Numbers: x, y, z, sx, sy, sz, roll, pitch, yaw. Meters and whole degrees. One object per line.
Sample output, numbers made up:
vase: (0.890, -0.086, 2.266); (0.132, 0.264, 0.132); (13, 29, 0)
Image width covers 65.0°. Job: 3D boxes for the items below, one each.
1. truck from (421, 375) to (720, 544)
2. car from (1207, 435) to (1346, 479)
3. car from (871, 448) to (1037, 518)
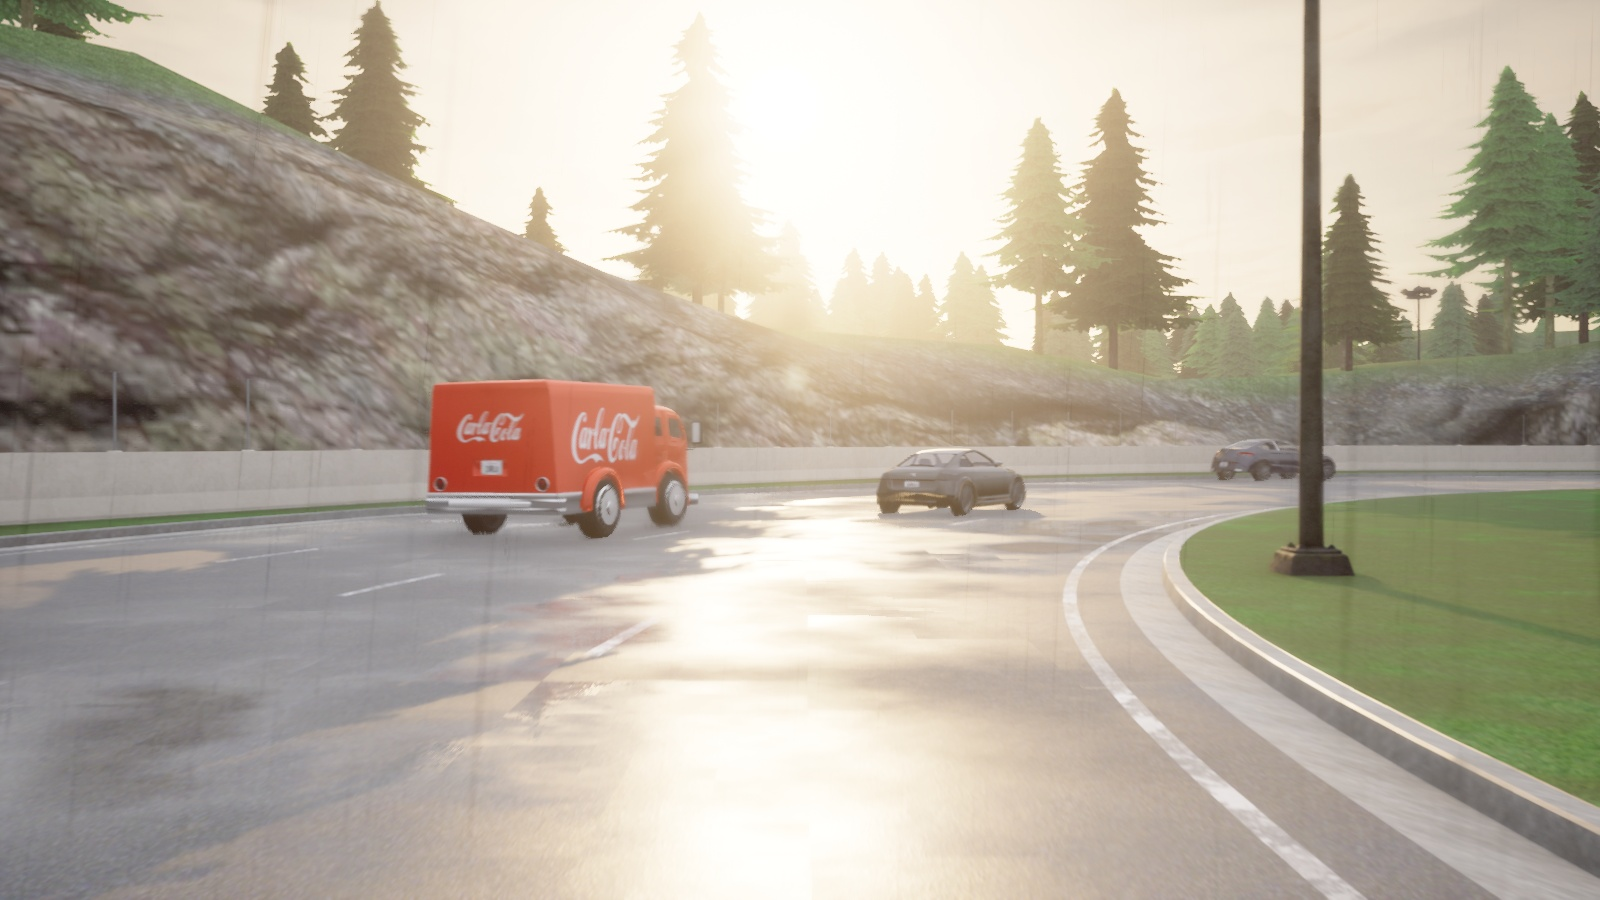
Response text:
truck: (-3.661, 0.136, 21.326); (2.627, 2.467, 5.204); (0, 0, 22)
car: (18.573, 0.264, 48.951); (5.027, 1.651, 2.152); (0, 0, -25)
car: (3.426, 0.659, 27.308); (1.994, 1.385, 4.181); (0, 0, 32)
